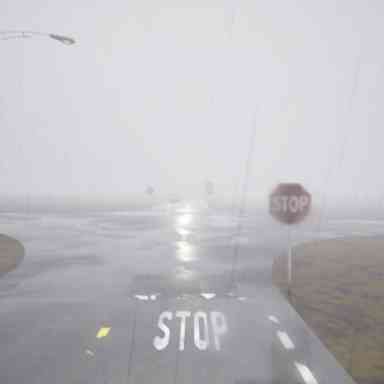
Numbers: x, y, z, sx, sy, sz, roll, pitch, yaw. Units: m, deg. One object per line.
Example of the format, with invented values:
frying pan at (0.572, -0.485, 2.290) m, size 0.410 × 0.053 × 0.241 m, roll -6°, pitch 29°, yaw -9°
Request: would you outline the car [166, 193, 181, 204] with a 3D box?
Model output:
car at (-2.580, 0.924, 47.742) m, size 1.837 × 1.490 × 4.892 m, roll 0°, pitch 3°, yaw 0°
